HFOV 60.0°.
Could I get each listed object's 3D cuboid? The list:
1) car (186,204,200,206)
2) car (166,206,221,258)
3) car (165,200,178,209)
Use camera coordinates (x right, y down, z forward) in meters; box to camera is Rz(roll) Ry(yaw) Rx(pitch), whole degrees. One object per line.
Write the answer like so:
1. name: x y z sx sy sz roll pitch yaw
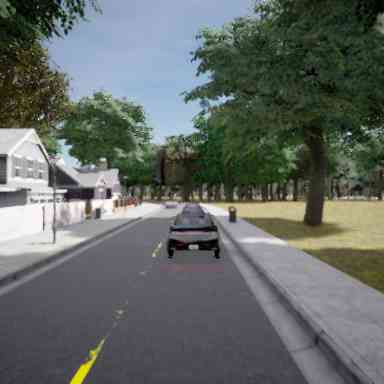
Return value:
1. car: 0.077 1.683 28.835 1.994 1.385 4.181 0 0 0
2. car: 0.071 1.537 12.973 2.128 1.511 4.902 0 0 0
3. car: -3.044 1.836 50.523 1.895 1.301 4.718 0 0 -2
